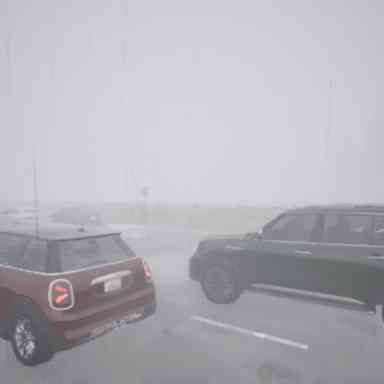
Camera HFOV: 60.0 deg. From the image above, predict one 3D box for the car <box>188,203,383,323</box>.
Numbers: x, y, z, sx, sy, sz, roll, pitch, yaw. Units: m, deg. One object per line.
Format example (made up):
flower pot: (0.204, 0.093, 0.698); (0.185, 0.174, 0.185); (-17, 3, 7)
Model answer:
car: (2.562, 1.236, 6.464); (5.566, 2.045, 2.150); (0, 0, 36)

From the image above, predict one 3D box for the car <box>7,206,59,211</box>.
car: (-10.275, 1.588, 19.941); (4.674, 1.442, 1.812); (0, 0, 35)

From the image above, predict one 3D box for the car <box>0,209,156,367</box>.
car: (-2.870, 1.371, 6.048); (4.553, 1.767, 2.097); (0, 0, 36)

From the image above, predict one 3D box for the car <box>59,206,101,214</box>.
car: (-8.019, 1.631, 22.646); (4.181, 1.385, 1.994); (0, 0, 36)

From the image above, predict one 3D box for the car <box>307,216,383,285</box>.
car: (5.715, 1.522, 8.513); (4.892, 1.490, 1.837); (0, 0, 36)

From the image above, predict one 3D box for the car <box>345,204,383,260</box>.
car: (7.855, 1.374, 11.283); (4.553, 1.767, 2.097); (0, 0, 36)
